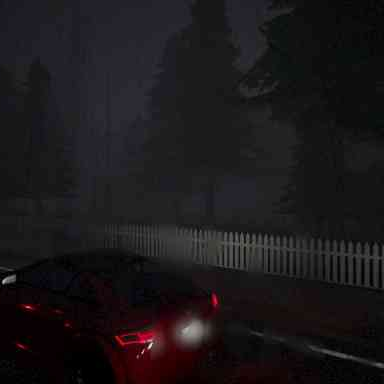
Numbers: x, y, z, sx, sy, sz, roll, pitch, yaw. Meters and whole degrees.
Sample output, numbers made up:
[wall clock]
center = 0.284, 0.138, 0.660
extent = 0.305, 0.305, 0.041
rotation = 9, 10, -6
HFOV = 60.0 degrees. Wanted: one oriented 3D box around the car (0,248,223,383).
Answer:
[car]
center = -1.644, 1.564, 4.963
extent = 4.181, 1.385, 1.994
rotation = 0, 0, 35
